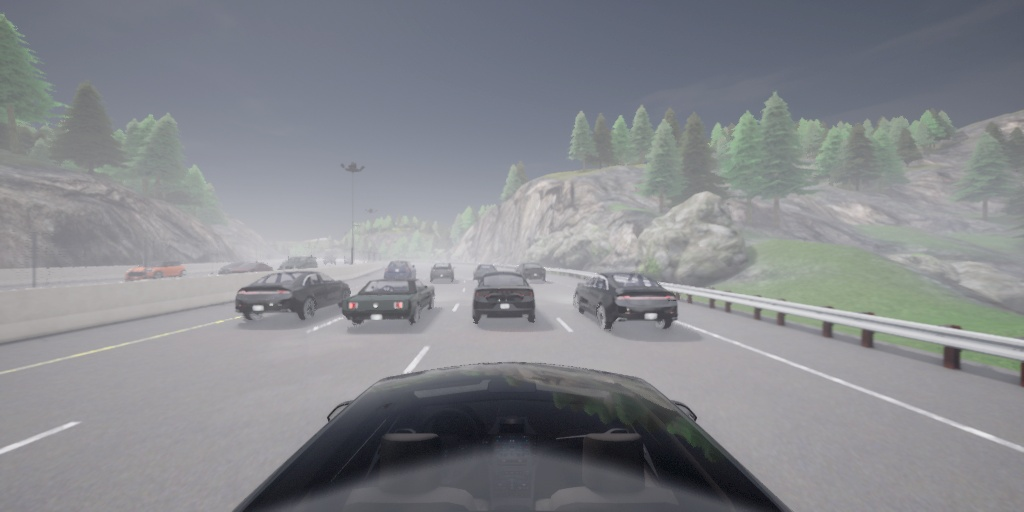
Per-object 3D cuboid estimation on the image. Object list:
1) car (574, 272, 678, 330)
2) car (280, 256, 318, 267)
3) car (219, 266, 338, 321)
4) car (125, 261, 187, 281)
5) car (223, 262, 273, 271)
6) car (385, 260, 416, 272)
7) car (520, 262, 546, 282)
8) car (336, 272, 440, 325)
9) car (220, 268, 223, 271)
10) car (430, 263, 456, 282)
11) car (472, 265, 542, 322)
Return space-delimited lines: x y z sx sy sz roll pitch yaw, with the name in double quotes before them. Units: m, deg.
"car" 3.236 1.246 11.089 2.128 1.511 4.902 0 0 -3
"car" -21.188 1.056 35.818 2.150 2.045 5.566 0 0 -12
"car" -7.359 1.270 12.620 2.128 1.511 4.902 0 0 -3
"car" -31.055 1.204 31.418 2.097 1.767 4.553 0 0 -11
"car" -24.349 1.318 33.667 1.882 1.535 5.008 0 0 -11
"car" -9.359 1.156 30.296 2.097 1.767 4.553 0 0 -9
"car" 1.418 1.257 29.352 1.882 1.535 5.008 0 0 -8
"car" -3.796 1.371 11.942 1.895 1.301 4.718 0 0 -3
"car" -28.820 1.361 37.949 1.837 1.490 4.892 0 0 -13
"car" -5.695 1.287 29.608 2.128 1.511 4.902 0 0 -8
"car" -0.333 1.241 12.372 1.882 1.535 5.008 0 0 -3
